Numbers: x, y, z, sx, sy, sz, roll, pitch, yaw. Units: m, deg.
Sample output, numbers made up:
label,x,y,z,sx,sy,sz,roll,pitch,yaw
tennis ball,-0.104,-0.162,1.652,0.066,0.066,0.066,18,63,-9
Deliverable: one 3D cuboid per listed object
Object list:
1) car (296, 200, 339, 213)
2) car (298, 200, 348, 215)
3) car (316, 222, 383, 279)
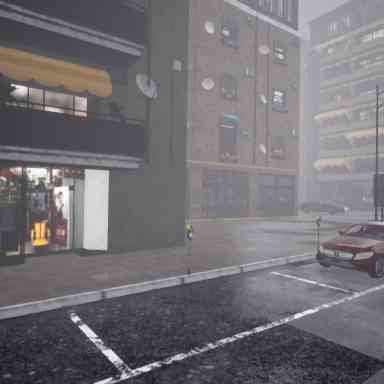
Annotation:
label,x,y,z,sx,sy,sz,roll,pitch,yaw
car,15.272,1.707,40.731,1.752,1.417,4.829,1,-1,-36
car,13.434,1.543,34.014,2.128,1.511,4.902,2,-1,-36
car,5.543,1.588,10.100,4.206,1.307,1.802,0,1,-36
